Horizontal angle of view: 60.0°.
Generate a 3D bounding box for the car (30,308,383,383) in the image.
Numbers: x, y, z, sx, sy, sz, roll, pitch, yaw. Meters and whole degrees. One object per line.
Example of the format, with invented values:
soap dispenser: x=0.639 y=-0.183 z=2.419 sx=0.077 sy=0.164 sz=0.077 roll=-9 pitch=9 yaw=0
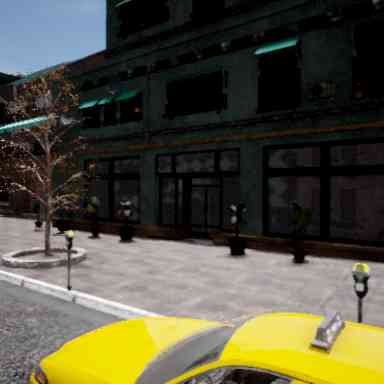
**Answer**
car: x=0.695 y=1.525 z=2.374 sx=4.829 sy=1.417 sz=1.752 roll=0 pitch=1 yaw=36
